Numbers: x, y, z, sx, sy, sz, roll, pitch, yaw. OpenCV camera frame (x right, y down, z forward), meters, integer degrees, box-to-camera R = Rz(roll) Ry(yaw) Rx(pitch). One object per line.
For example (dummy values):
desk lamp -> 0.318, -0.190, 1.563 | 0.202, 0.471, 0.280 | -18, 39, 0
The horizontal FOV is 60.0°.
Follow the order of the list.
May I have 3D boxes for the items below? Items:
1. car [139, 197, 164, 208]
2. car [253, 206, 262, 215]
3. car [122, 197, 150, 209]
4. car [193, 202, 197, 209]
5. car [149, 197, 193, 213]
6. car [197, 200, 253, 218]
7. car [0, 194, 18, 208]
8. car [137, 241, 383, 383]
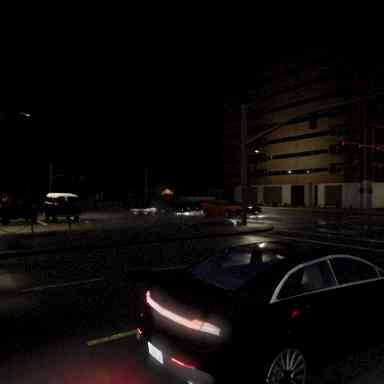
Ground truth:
car -> -6.199, 1.560, 50.652 | 1.837, 1.490, 4.892 | 0, 0, -34
car -> 4.763, 1.603, 34.550 | 2.033, 1.411, 5.357 | 0, 0, -34
car -> -8.413, 1.533, 47.679 | 1.882, 1.535, 5.008 | 0, 0, -34
car -> -0.636, 1.656, 42.472 | 1.895, 1.301, 4.718 | 0, 0, -34
car -> -2.565, 1.603, 39.085 | 2.033, 1.411, 5.357 | 0, 0, -34
car -> 2.966, 1.533, 30.973 | 1.882, 1.535, 5.008 | 0, 0, -34
car -> -31.378, 1.209, 56.581 | 1.932, 1.855, 4.605 | 0, 0, -34
car -> 1.620, 1.492, 4.895 | 4.902, 1.511, 2.128 | 0, 0, -34
